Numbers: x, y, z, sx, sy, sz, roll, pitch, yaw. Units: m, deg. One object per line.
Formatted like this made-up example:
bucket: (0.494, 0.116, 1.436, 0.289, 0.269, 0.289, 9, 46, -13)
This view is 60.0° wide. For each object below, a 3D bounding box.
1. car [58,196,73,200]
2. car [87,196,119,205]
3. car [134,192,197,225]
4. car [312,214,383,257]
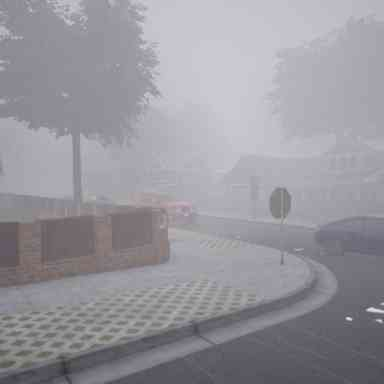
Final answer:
car: (-15.429, 1.112, 41.059, 1.895, 1.301, 4.718, 0, 1, -35)
car: (-8.398, 1.149, 31.129, 2.128, 1.511, 4.902, 0, 1, -35)
car: (-1.929, 1.014, 22.032, 2.150, 2.045, 5.566, 0, 0, -36)
car: (6.346, 1.478, 10.906, 1.812, 1.442, 4.674, 0, 1, -43)
